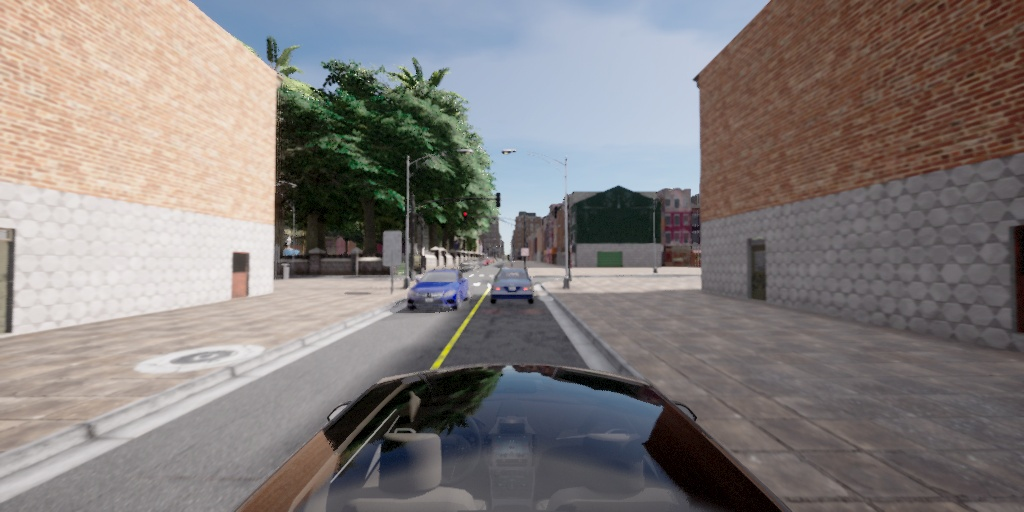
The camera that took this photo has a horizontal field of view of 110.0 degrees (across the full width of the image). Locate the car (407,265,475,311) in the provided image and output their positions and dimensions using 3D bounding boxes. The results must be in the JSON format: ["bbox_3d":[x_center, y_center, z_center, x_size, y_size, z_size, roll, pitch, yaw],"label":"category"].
[{"bbox_3d":[-2.798,1.258,14.540,1.812,1.442,4.674,0,0,1],"label":"car"}]

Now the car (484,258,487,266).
[{"bbox_3d":[-5.625,1.275,58.010,1.948,1.339,4.313,0,0,0],"label":"car"}]

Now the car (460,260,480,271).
[{"bbox_3d":[-5.546,1.258,45.425,2.007,1.370,4.403,0,0,0],"label":"car"}]

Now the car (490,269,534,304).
[{"bbox_3d":[0.015,1.278,16.285,2.033,1.411,5.357,0,0,0],"label":"car"}]

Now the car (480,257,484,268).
[{"bbox_3d":[-5.579,1.258,52.560,2.007,1.370,4.403,0,0,0],"label":"car"}]
